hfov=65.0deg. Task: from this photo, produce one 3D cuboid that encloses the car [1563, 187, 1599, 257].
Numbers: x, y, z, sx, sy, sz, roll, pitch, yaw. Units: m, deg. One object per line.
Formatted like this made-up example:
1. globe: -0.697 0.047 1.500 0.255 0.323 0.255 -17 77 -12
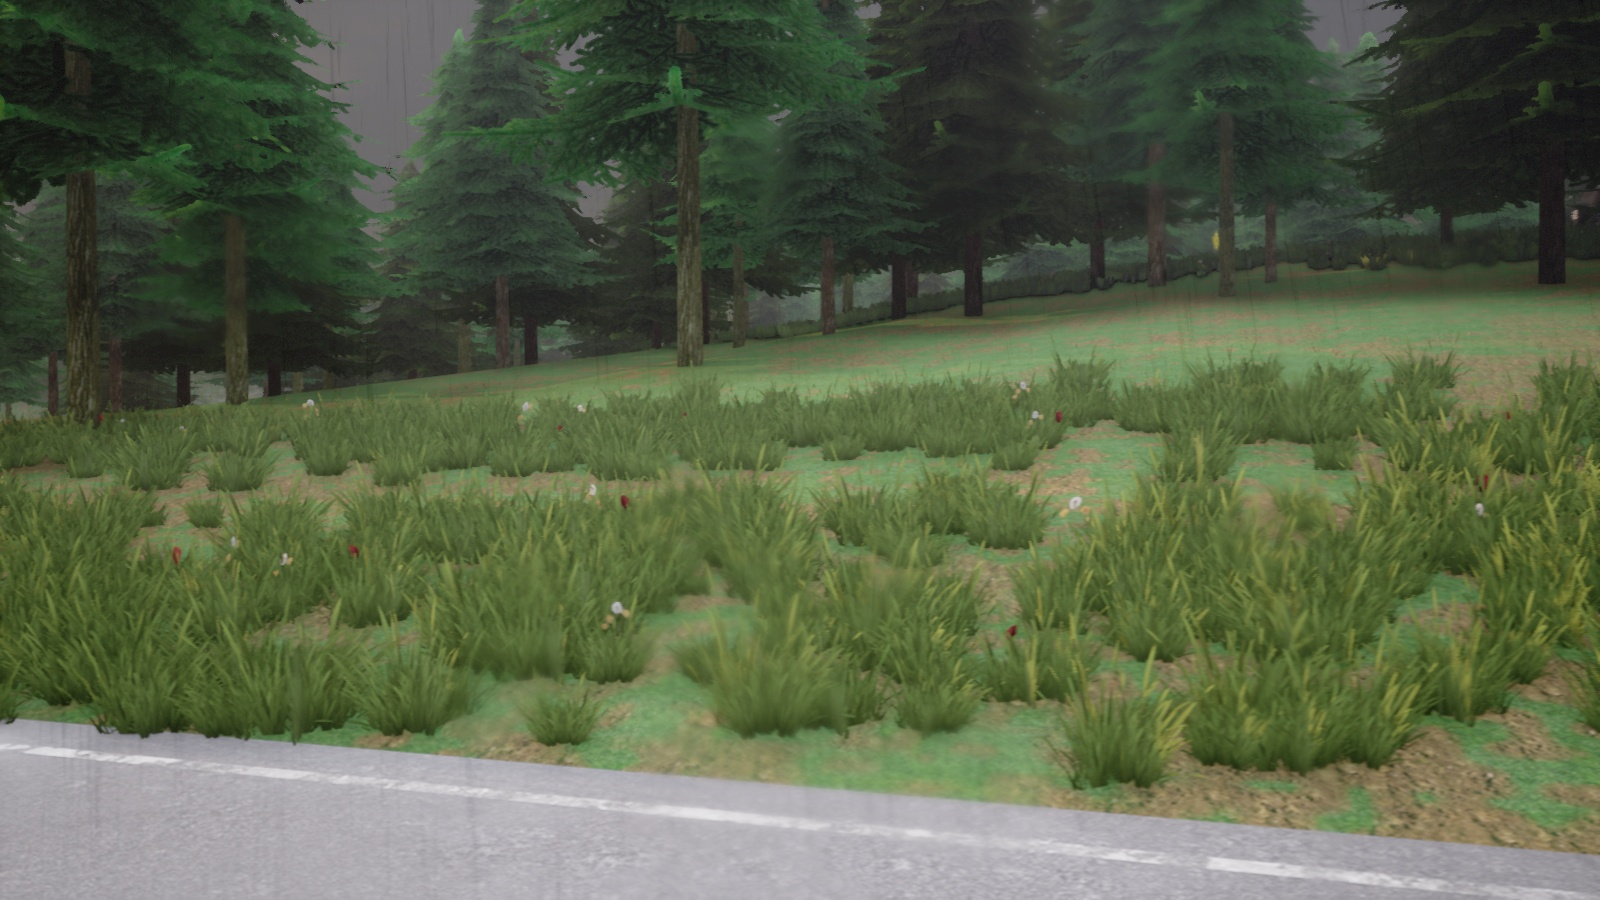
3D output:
1. car: 26.476 -7.151 39.425 3.866 1.878 1.905 2 1 12
